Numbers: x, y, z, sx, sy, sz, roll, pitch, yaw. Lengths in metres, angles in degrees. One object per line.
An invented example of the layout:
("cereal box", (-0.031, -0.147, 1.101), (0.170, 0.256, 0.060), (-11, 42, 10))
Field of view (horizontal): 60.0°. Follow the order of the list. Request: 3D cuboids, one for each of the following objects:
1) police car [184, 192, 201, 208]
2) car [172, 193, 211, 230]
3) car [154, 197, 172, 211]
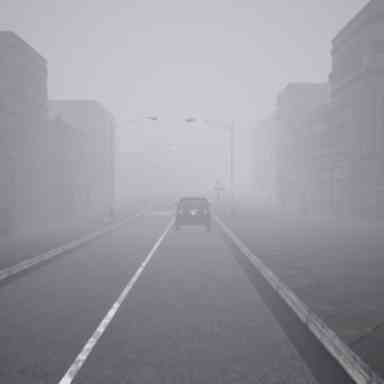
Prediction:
("police car", (0.051, 0.913, 41.784), (1.930, 1.638, 5.238), (0, 3, 0))
("car", (0.074, 1.282, 21.546), (2.150, 2.045, 5.566), (0, 1, 0))
("car", (-3.137, 1.254, 37.248), (2.033, 1.411, 5.357), (0, 2, 0))
